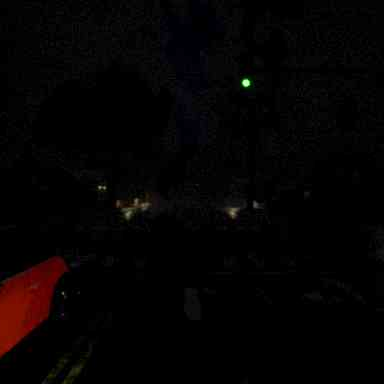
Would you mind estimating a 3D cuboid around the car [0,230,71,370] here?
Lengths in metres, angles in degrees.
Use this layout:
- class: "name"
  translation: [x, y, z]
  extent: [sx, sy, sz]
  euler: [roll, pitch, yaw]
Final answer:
- class: "car"
  translation: [-3.250, 1.396, 4.185]
  extent: [2.097, 1.767, 4.553]
  euler: [0, -1, 0]

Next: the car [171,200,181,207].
- class: "car"
  translation: [-3.271, 2.413, 69.486]
  extent: [1.812, 1.442, 4.674]
  euler: [0, -1, 0]
